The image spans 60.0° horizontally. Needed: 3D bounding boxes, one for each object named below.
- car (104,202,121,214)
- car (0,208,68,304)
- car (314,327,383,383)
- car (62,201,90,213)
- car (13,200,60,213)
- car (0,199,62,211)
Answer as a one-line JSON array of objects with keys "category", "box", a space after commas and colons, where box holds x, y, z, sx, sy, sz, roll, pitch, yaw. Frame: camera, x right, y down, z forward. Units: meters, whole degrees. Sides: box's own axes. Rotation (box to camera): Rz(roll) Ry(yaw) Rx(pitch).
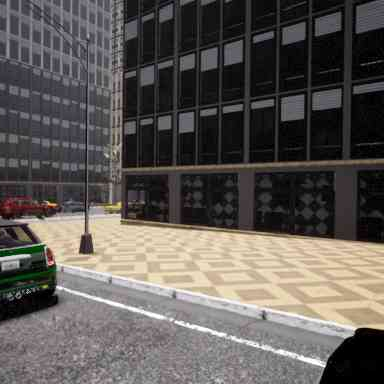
[{"category": "car", "box": [-8.124, 1.830, 39.357, 1.752, 1.417, 4.829, 1, 0, 37]}, {"category": "car", "box": [-5.011, 1.348, 7.268, 4.553, 1.767, 2.097, 0, 0, 36]}, {"category": "car", "box": [2.986, 1.601, 1.549, 4.718, 1.301, 1.895, 0, 0, 36]}, {"category": "car", "box": [-14.539, 1.749, 40.409, 1.994, 1.385, 4.181, 1, 0, 37]}, {"category": "car", "box": [-18.419, 1.642, 39.540, 1.752, 1.417, 4.829, 1, 0, 37]}, {"category": "car", "box": [-14.939, 1.519, 30.158, 2.192, 1.841, 5.009, 1, 0, 37]}]
